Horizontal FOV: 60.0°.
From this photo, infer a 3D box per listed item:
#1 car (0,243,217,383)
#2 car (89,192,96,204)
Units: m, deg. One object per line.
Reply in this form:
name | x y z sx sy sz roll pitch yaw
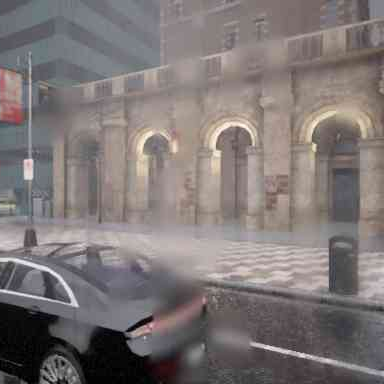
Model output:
car | -2.053 1.492 4.686 4.902 1.511 2.128 0 0 29
car | -11.142 1.043 34.090 5.566 2.045 2.435 0 0 29
